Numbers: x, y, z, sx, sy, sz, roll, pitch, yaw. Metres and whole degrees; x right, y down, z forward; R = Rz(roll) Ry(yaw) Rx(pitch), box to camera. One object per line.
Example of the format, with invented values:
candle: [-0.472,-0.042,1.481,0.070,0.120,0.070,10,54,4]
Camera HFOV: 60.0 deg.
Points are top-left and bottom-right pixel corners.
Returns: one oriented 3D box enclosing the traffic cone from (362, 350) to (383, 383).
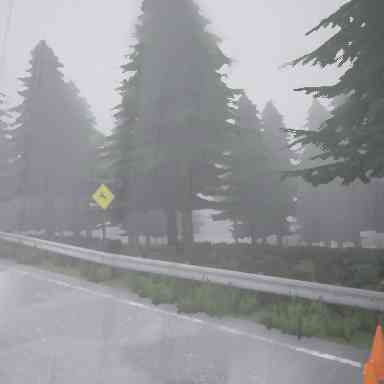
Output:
traffic cone: [1.777,1.956,3.285,0.340,0.580,0.340,0,0,34]

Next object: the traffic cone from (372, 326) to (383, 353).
traffic cone: [2.323,1.956,4.120,0.340,0.580,0.340,0,0,34]
